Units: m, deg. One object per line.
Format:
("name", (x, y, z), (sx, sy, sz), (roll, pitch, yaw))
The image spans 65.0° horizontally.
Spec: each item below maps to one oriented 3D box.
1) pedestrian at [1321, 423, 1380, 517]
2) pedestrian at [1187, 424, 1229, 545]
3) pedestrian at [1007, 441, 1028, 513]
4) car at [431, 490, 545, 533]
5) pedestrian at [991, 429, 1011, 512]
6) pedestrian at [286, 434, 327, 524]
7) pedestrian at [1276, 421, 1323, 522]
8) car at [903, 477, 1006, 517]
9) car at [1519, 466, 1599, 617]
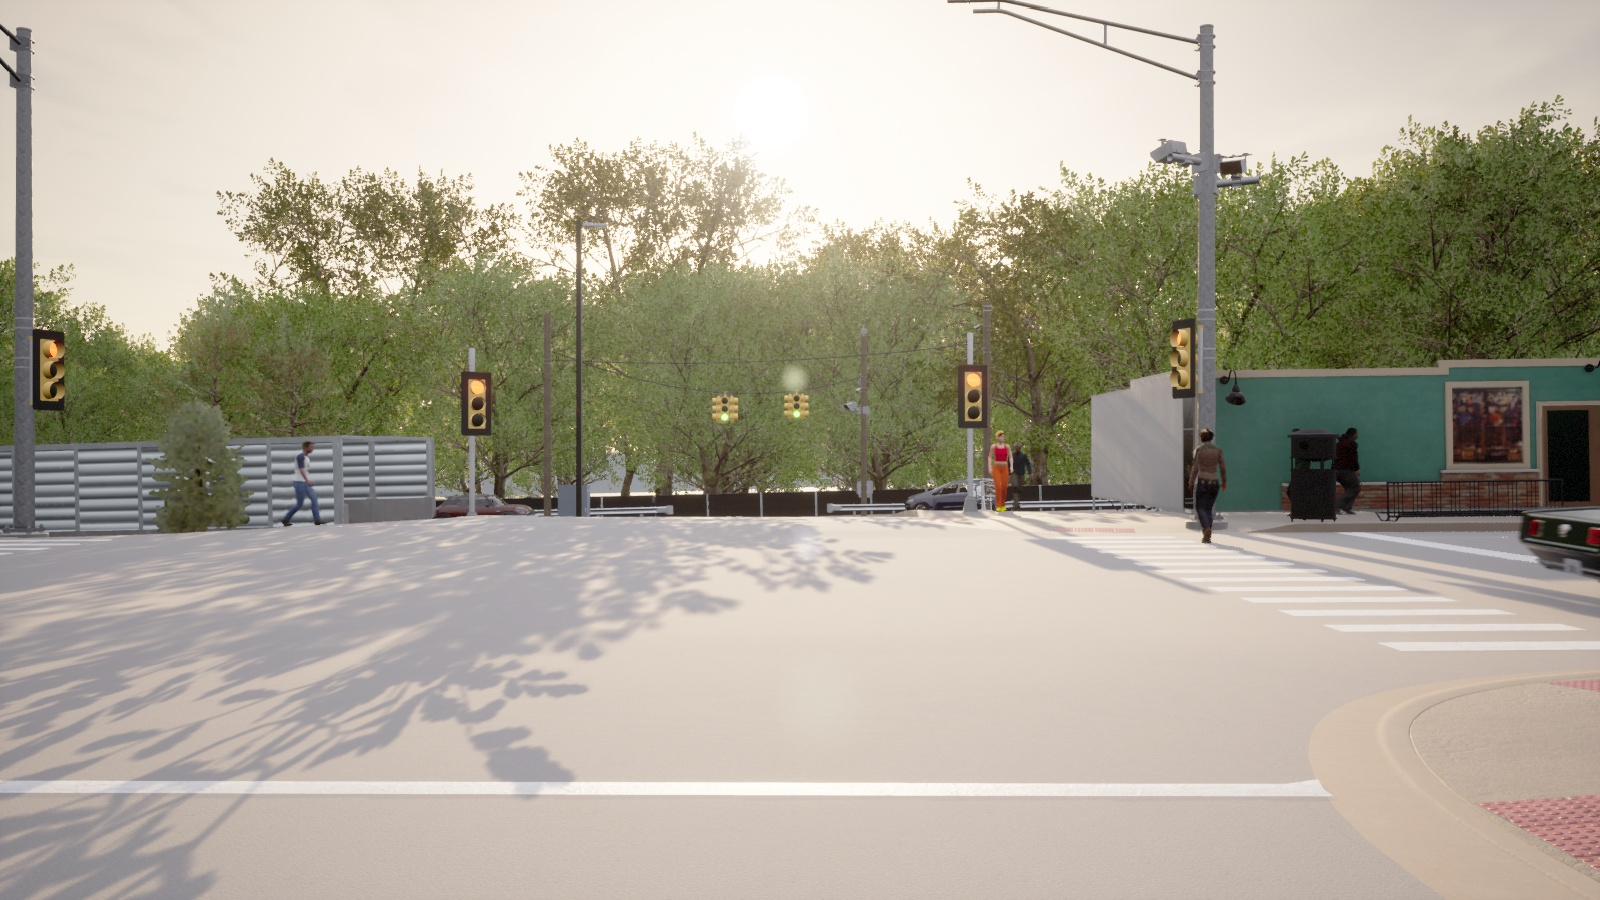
("pedestrian", (10.931, 0.391, 24.961), (0.899, 1.844, 0.634), (0, 0, 1))
("pedestrian", (6.265, 0.520, 19.287), (0.328, 1.805, 0.869), (0, 0, -3))
("pedestrian", (5.624, 0.688, 32.529), (0.402, 1.842, 0.726), (0, 0, -1))
("car", (-14.259, 2.782, 57.539), (4.553, 1.767, 2.097), (-2, 0, 6))
("pedestrian", (4.488, 0.460, 28.067), (0.345, 1.836, 0.594), (0, 0, 0))
("pedestrian", (-10.121, 0.598, 25.769), (0.706, 1.836, 0.354), (0, 0, 0))
("pedestrian", (9.769, 0.410, 24.565), (0.788, 1.949, 0.423), (0, 0, 13))
("car", (7.190, 2.190, 58.496), (4.611, 1.667, 2.242), (-2, 0, 8))
("car", (9.462, 0.810, 11.399), (4.718, 1.301, 1.895), (0, 0, 8))
